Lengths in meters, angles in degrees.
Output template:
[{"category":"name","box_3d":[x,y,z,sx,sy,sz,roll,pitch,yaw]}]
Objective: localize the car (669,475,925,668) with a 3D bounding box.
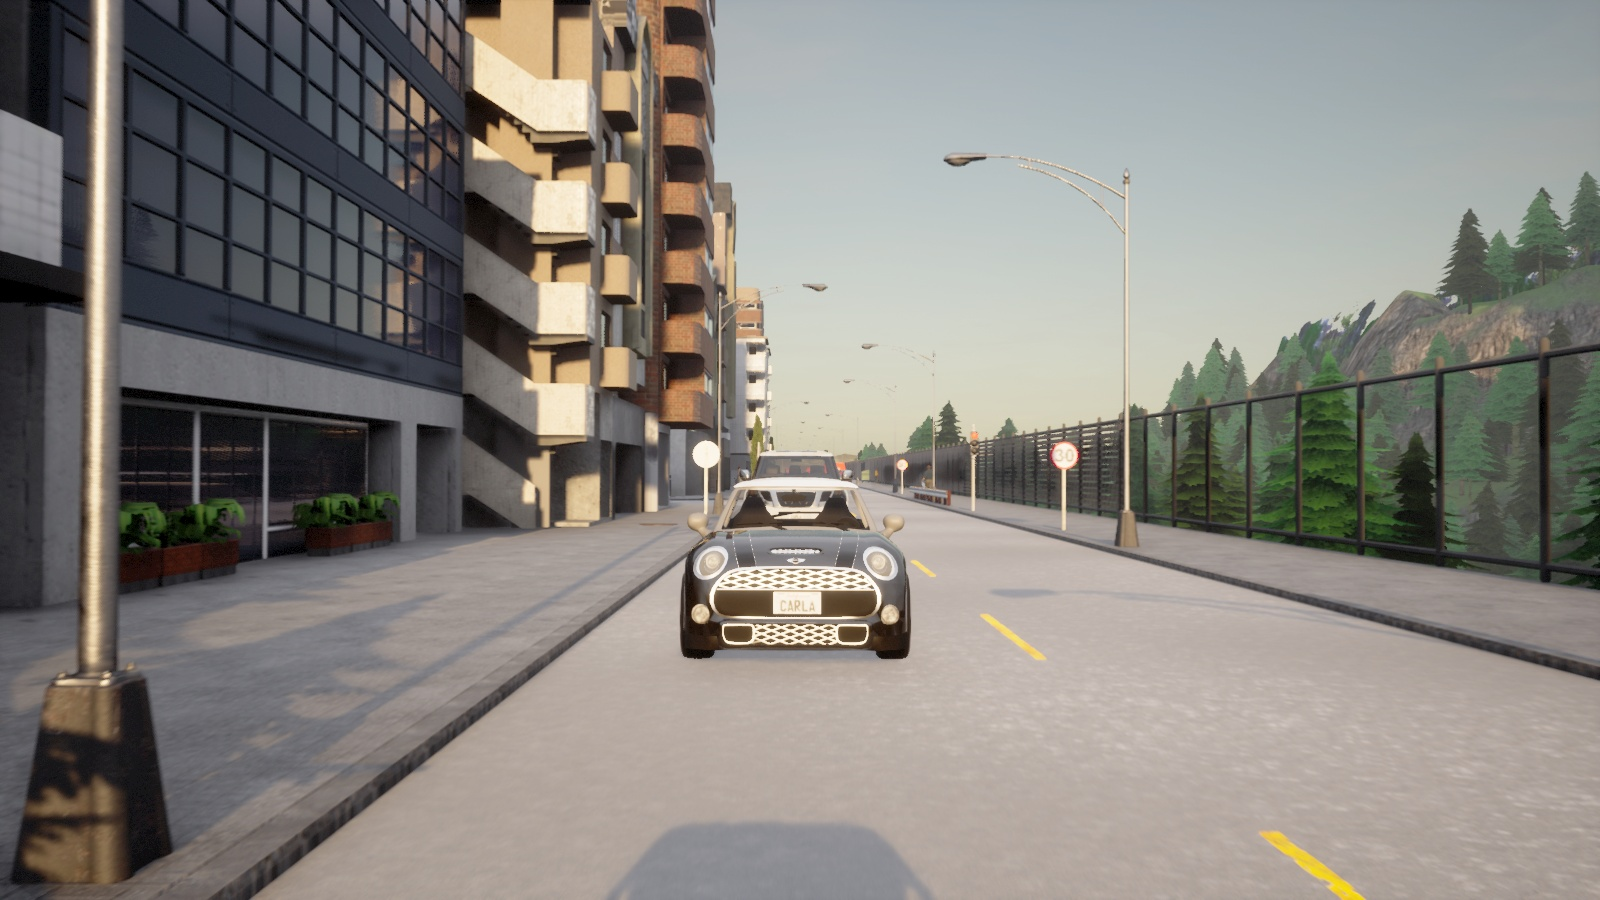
[{"category":"car","box_3d":[-0.031,0.975,11.613,1.970,1.475,3.806,0,-1,0]}]

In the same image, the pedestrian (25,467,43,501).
[{"category":"pedestrian","box_3d":[-41.643,1.834,68.285,0.726,1.835,0.370,0,-1,0]}]

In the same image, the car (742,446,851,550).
[{"category":"car","box_3d":[-0.073,0.997,27.636,2.150,2.045,5.566,0,-1,0]}]
